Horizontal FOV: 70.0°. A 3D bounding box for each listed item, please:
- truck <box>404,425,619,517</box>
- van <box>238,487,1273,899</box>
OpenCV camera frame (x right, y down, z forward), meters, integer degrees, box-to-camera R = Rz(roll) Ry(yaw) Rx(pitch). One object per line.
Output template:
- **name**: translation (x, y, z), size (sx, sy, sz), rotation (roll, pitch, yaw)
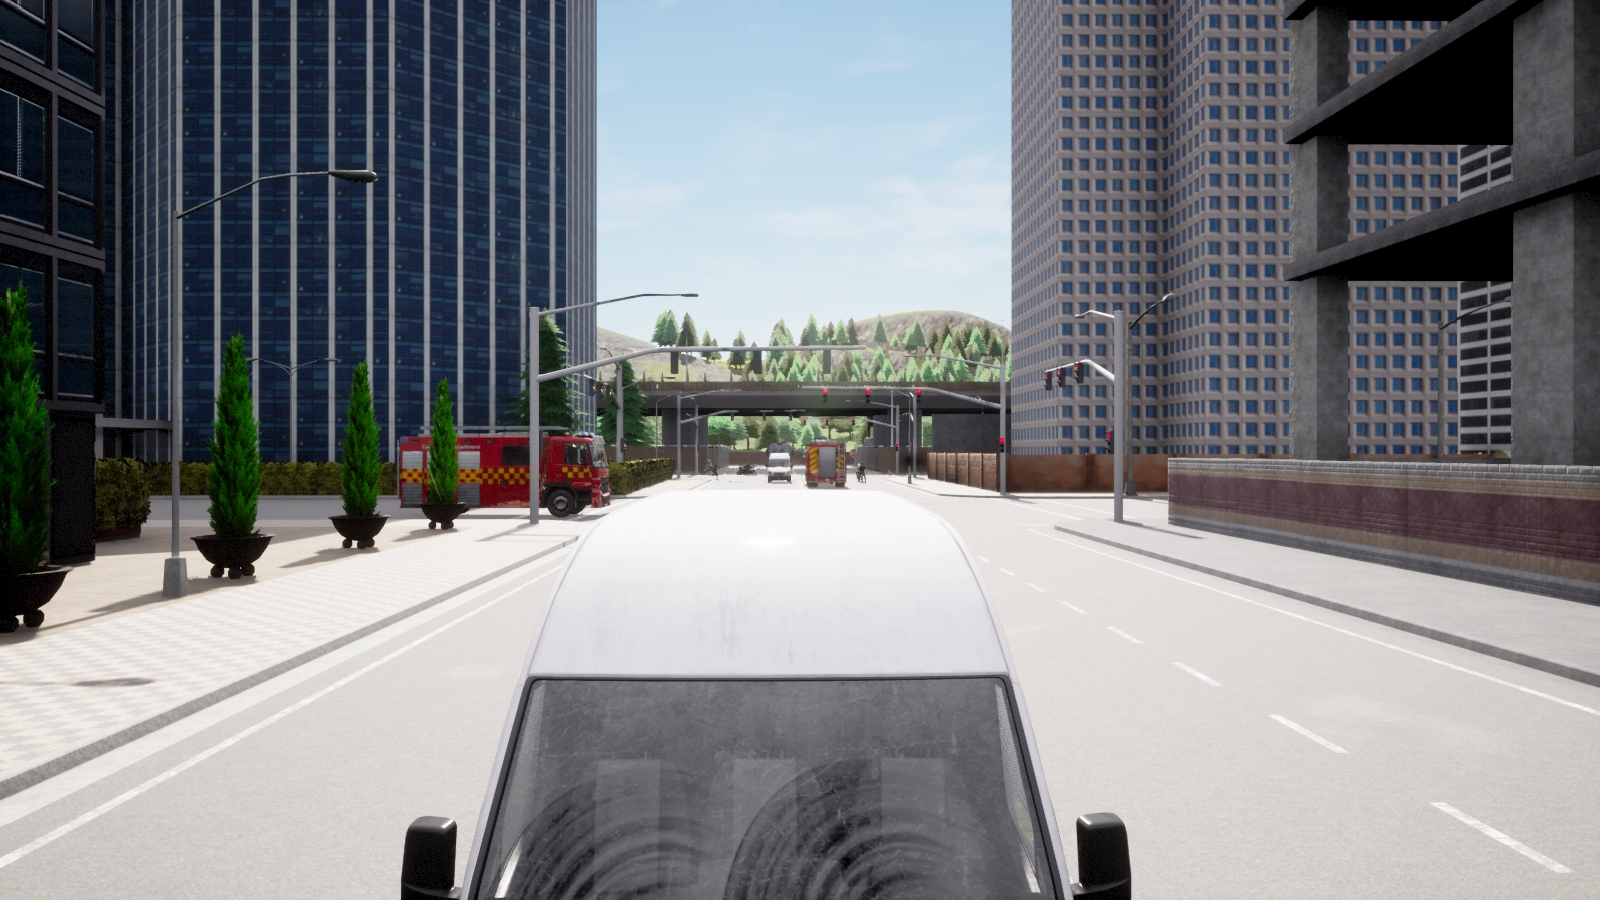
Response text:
- **truck**: translation (-12.239, 0.890, 48.946), size (8.468, 3.827, 2.891), rotation (0, 0, 0)
- **van**: translation (-0.128, 1.535, 5.152), size (1.988, 2.561, 5.915), rotation (0, 0, -1)
